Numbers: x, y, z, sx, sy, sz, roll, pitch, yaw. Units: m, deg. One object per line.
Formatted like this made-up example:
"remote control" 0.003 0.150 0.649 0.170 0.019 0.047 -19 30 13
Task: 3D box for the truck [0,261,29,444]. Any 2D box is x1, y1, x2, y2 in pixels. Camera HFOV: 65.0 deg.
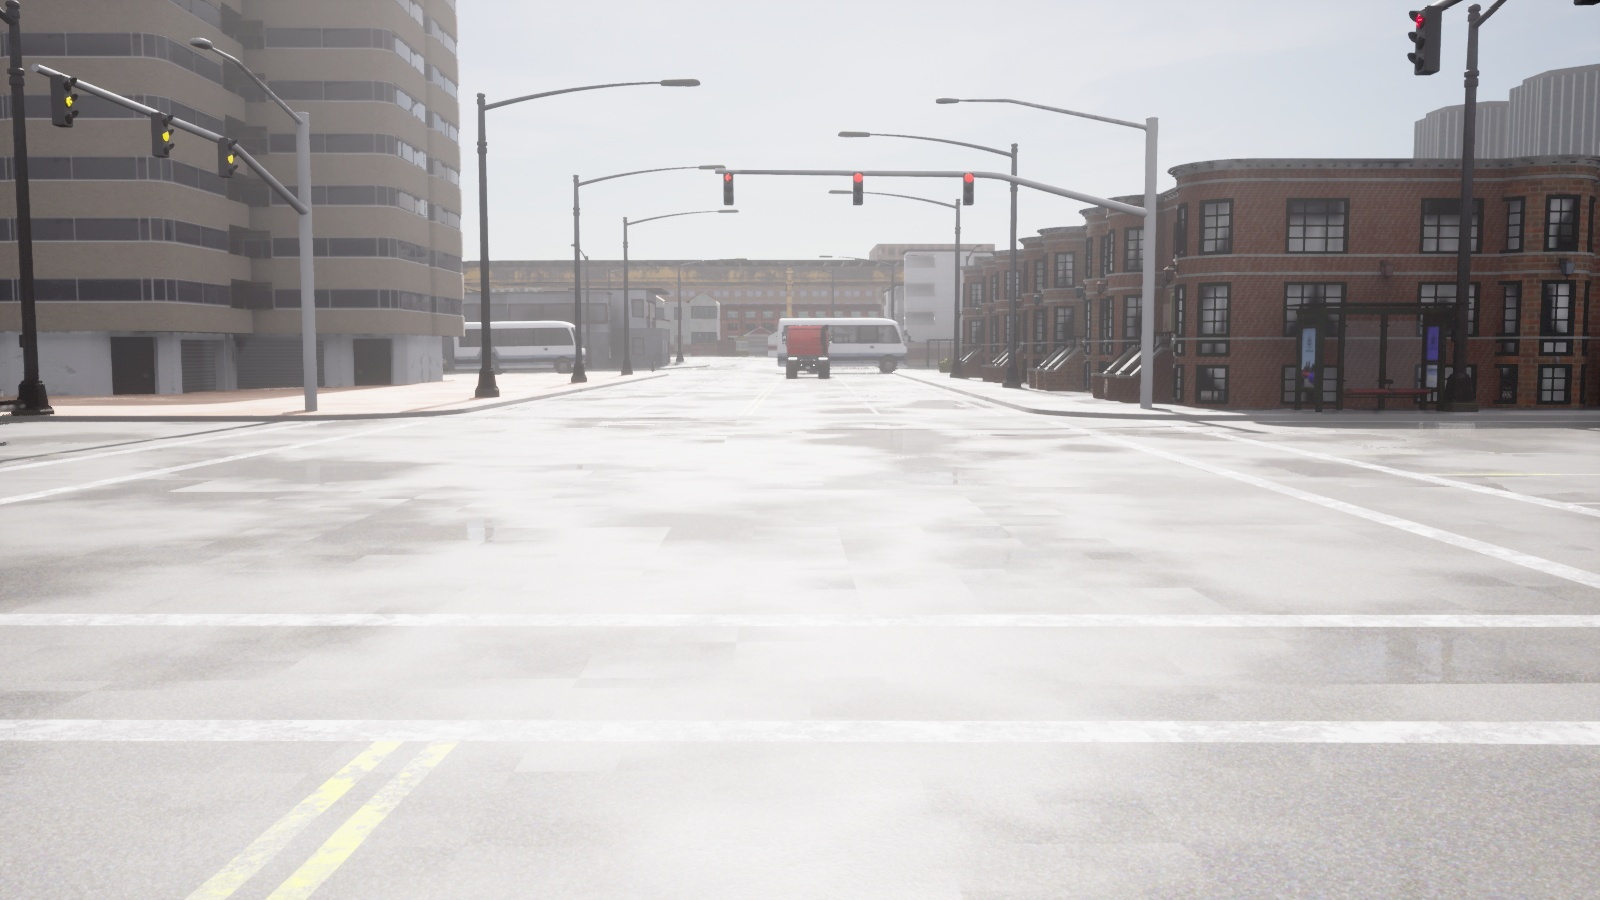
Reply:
"truck" -19.204 -1.808 23.256 7.936 3.462 2.891 0 5 1

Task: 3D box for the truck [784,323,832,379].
"truck" 0.513 -6.412 81.219 2.891 3.462 7.936 0 5 0

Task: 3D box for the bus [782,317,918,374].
"bus" 3.808 -8.044 96.966 10.273 4.253 3.944 0 5 0
